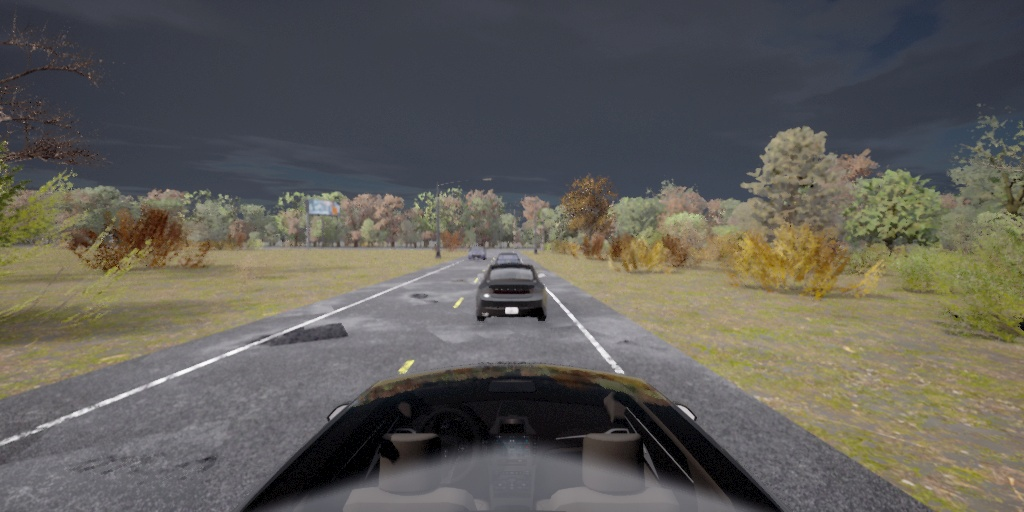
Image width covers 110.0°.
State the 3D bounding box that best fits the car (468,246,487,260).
[{"bbox_3d":[-4.290,-0.398,44.684,2.097,1.767,4.553,0,2,-1],"label":"car"}]

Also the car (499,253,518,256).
[{"bbox_3d":[-0.272,0.487,25.035,2.033,1.411,5.357,0,2,-1],"label":"car"}]

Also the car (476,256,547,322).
[{"bbox_3d":[-0.028,0.940,10.842,1.837,1.490,4.892,0,2,-1],"label":"car"}]
